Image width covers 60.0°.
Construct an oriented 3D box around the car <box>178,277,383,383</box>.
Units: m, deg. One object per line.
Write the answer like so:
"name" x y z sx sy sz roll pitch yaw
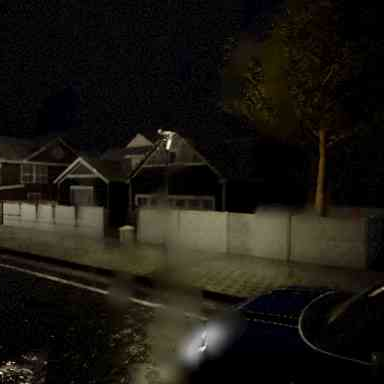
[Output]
"car" 2.071 1.353 2.514 4.553 1.767 2.097 0 0 36
